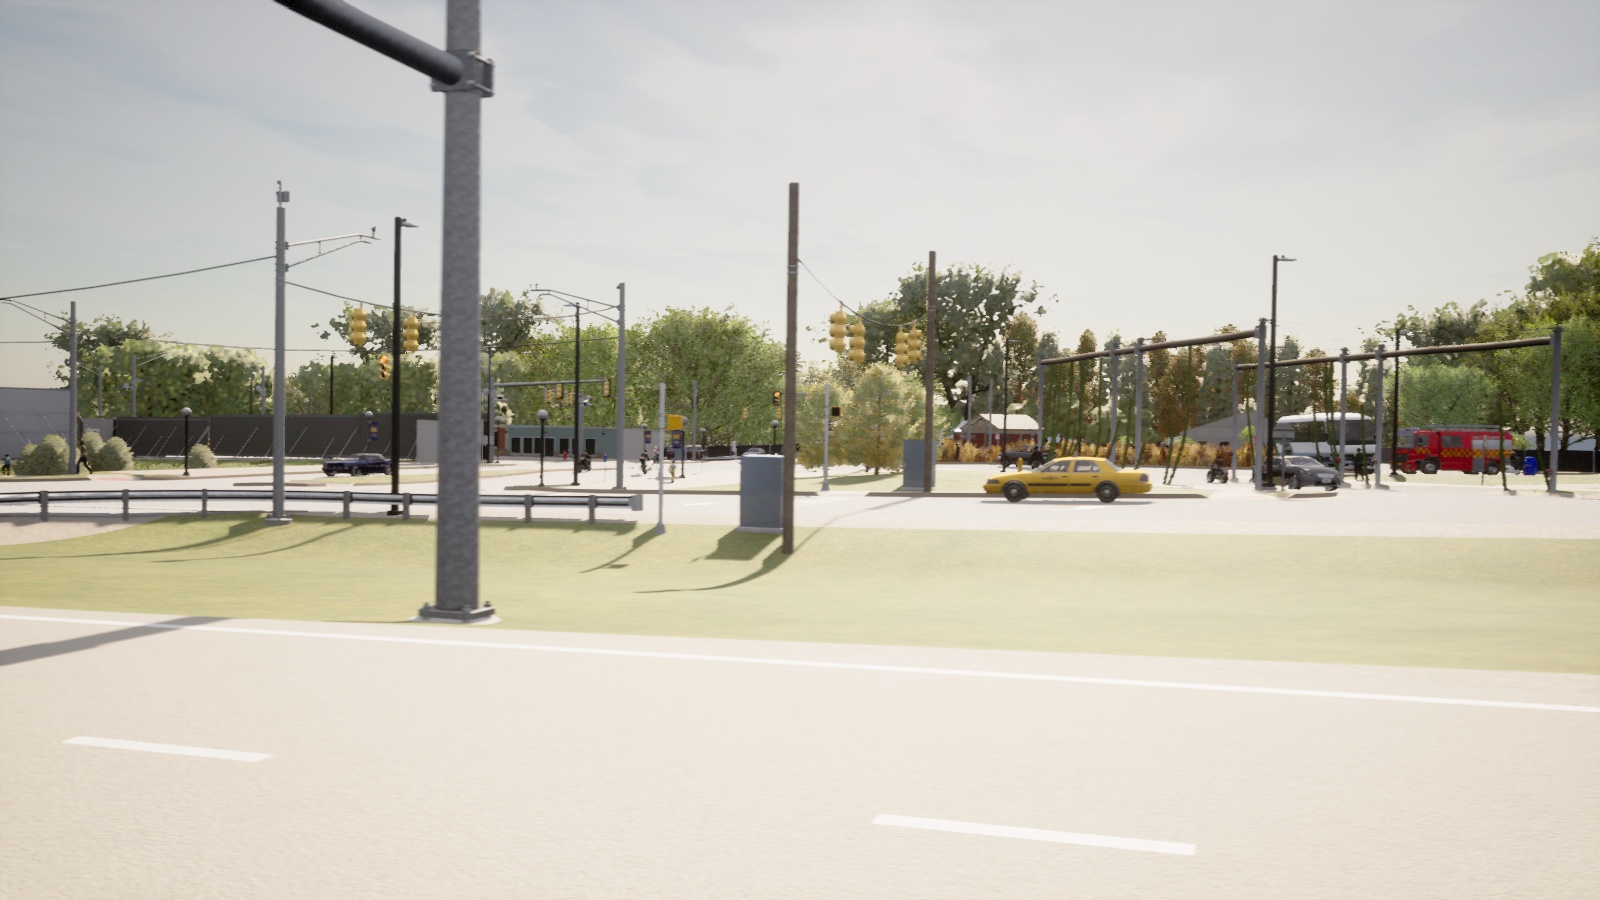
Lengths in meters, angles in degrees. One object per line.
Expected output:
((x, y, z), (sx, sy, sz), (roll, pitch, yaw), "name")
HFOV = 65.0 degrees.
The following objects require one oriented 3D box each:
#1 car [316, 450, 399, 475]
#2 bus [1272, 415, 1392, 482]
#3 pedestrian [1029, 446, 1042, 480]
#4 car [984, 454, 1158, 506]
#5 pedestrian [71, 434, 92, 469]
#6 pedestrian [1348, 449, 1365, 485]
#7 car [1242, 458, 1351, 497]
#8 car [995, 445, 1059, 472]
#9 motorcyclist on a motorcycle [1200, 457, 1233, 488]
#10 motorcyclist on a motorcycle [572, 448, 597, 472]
((-24.869, 0.678, 70.795), (1.895, 1.301, 4.718), (1, 1, 18), "car")
((35.889, -0.110, 85.337), (3.944, 4.253, 10.273), (-1, 0, 1), "bus")
((12.973, 0.702, 69.131), (0.431, 1.840, 0.703), (1, 1, -6), "pedestrian")
((8.776, 0.933, 40.718), (5.366, 1.575, 1.801), (0, 1, 18), "car")
((-37.123, 0.081, 64.899), (0.869, 1.805, 0.328), (0, 2, -41), "pedestrian")
((30.575, 0.943, 69.003), (0.423, 1.949, 0.788), (1, 1, -6), "pedestrian")
((20.654, 1.106, 52.496), (2.128, 1.511, 4.902), (1, -1, -7), "car")
((17.483, 0.603, 96.847), (1.932, 1.855, 4.605), (-1, 3, -42), "car")
((23.346, 1.249, 70.488), (0.766, 1.649, 2.350), (1, 0, -8), "motorcyclist on a motorcycle")
((-14.162, 0.635, 82.497), (0.797, 1.523, 2.044), (2, 1, 14), "motorcyclist on a motorcycle")
